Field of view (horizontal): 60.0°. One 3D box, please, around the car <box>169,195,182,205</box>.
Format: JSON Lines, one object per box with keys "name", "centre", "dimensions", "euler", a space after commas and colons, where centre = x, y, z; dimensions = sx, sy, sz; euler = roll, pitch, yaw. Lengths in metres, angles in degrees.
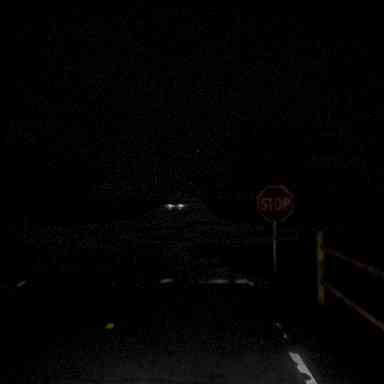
{"name": "car", "centre": [-2.589, 1.246, 53.962], "dimensions": [1.882, 1.535, 5.008], "euler": [0, 0, 1]}
